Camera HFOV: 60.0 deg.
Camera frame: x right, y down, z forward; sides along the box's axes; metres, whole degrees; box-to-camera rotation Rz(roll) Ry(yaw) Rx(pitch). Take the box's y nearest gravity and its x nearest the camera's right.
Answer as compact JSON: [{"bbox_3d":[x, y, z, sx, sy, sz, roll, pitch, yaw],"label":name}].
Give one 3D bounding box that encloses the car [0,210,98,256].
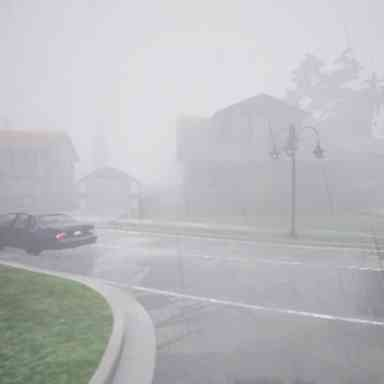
[{"bbox_3d":[-5.923,1.382,12.245,5.357,1.411,2.033,1,1,30],"label":"car"}]
